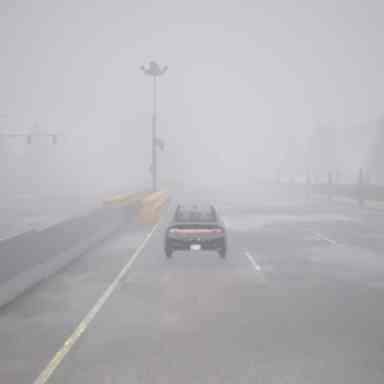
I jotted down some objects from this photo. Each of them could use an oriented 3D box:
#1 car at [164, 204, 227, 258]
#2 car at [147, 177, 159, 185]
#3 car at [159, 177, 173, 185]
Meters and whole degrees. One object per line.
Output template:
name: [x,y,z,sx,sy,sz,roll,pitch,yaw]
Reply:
car: [0.102,1.155,11.339,2.128,1.511,4.902,0,3,0]
car: [-10.123,-2.492,83.900,2.033,1.411,5.357,0,3,0]
car: [-6.623,-2.530,83.879,1.837,1.490,4.892,0,3,0]
